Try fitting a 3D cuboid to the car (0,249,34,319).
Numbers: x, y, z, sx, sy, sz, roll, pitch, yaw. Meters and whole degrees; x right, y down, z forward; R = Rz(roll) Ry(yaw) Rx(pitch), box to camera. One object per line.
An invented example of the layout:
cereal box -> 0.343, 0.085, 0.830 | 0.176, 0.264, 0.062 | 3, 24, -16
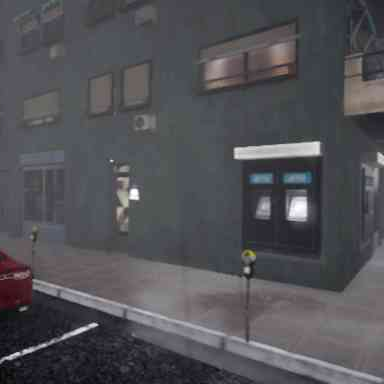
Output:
car -> -4.813, 1.529, 6.299 | 4.507, 1.381, 1.887 | 0, 1, 35
